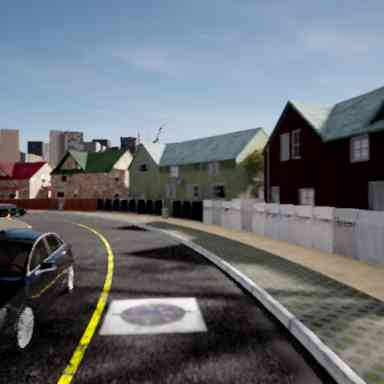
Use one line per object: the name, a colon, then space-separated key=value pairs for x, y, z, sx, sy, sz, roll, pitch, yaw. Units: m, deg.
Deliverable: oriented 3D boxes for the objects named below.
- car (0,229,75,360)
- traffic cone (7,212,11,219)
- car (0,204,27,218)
car: x=-3.430 y=1.514 z=6.024 sx=1.837 sy=1.490 sz=4.892 roll=0 pitch=0 yaw=-8
traffic cone: x=-17.009 y=2.175 z=30.860 sx=0.340 sy=0.580 sz=0.340 roll=-1 pitch=-1 yaw=43
car: x=-18.422 y=1.859 z=33.314 sx=4.718 sy=1.301 sz=1.895 roll=-1 pitch=-1 yaw=40
